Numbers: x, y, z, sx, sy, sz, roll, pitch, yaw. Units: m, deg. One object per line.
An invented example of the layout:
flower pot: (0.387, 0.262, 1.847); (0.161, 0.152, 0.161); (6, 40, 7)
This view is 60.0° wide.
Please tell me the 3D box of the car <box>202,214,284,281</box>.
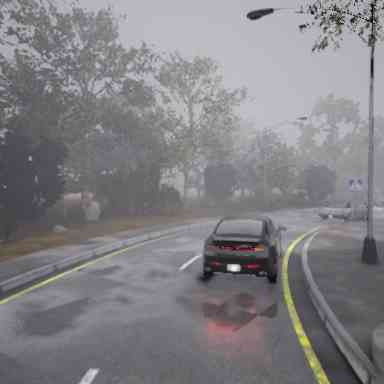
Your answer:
car: (1.629, 1.422, 9.803); (1.837, 1.490, 4.892); (0, 1, 17)

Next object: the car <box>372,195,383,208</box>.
car: (22.148, 1.102, 39.416); (4.181, 1.385, 1.994); (-1, 2, -41)

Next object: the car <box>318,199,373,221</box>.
car: (11.101, 1.359, 24.196); (4.718, 1.301, 1.895); (0, 1, -42)
